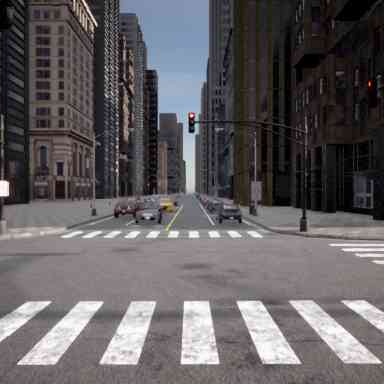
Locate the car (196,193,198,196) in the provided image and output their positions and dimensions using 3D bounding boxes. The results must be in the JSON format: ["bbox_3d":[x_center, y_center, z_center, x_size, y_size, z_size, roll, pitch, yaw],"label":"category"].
[{"bbox_3d":[2.701,1.561,87.337,1.752,1.417,4.829,0,0,0],"label":"car"}]

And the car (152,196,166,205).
[{"bbox_3d":[-5.805,1.452,58.949,1.967,1.590,4.097,0,0,0],"label":"car"}]

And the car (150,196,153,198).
[{"bbox_3d":[-5.790,1.444,36.387,1.967,1.590,4.097,0,0,0],"label":"car"}]

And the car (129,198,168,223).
[{"bbox_3d":[-3.169,1.493,25.188,2.128,1.511,4.902,0,0,-3],"label":"car"}]

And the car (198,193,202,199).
[{"bbox_3d":[2.716,1.456,64.604,1.967,1.590,4.097,0,0,0],"label":"car"}]

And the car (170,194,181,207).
[{"bbox_3d":[-3.107,1.509,50.811,1.837,1.490,4.892,0,1,0],"label":"car"}]

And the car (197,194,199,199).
[{"bbox_3d":[2.709,1.569,75.885,1.887,1.381,4.507,0,0,0],"label":"car"}]

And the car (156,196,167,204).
[{"bbox_3d":[-5.809,1.541,64.420,1.752,1.417,4.829,0,0,0],"label":"car"}]

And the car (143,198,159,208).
[{"bbox_3d":[-5.797,1.589,47.668,1.802,1.307,4.206,0,0,0],"label":"car"}]

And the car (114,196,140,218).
[{"bbox_3d":[-5.786,1.317,30.746,2.192,1.841,5.009,0,0,0],"label":"car"}]

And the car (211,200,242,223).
[{"bbox_3d":[2.743,1.552,25.120,2.008,1.369,4.403,0,0,0],"label":"car"}]

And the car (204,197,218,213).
[{"bbox_3d":[2.736,1.554,36.402,2.008,1.369,4.403,0,0,0],"label":"car"}]

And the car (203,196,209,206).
[{"bbox_3d":[2.732,1.550,42.042,1.887,1.381,4.507,0,0,0],"label":"car"}]

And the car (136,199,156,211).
[{"bbox_3d":[-5.793,1.571,42.028,1.947,1.339,4.313,0,0,0],"label":"car"}]

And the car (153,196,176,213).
[{"bbox_3d":[-3.124,1.482,37.523,1.882,1.535,5.008,0,0,0],"label":"car"}]

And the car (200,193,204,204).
[{"bbox_3d":[2.724,1.449,53.323,1.967,1.590,4.097,0,0,0],"label":"car"}]
